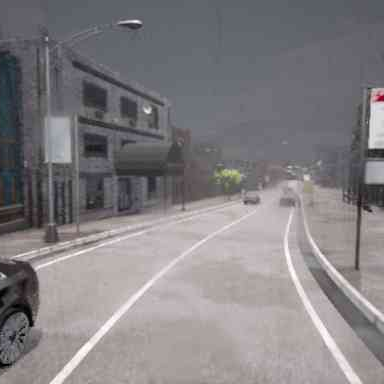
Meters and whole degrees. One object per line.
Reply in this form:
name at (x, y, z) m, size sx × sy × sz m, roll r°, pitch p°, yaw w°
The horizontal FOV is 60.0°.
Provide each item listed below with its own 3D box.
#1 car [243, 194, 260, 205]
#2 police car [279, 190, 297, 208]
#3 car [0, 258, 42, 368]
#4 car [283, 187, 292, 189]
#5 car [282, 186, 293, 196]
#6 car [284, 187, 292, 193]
car at (8.119, 0.964, 44.840) m, size 2.033 × 1.411 × 5.357 m, roll 2°, pitch 2°, yaw 18°
police car at (12.097, 1.009, 42.083) m, size 1.930 × 1.638 × 5.238 m, roll 2°, pitch 2°, yaw 18°
car at (-3.276, 1.441, 2.923) m, size 2.128 × 1.511 × 4.902 m, roll 1°, pitch 0°, yaw 5°
car at (16.947, 0.536, 57.184) m, size 2.097 × 1.767 × 4.553 m, roll 2°, pitch 2°, yaw 18°
car at (21.380, -0.176, 74.427) m, size 2.150 × 2.045 × 5.566 m, roll 2°, pitch 2°, yaw 18°
car at (26.227, -0.540, 90.628) m, size 1.812 × 1.442 × 4.674 m, roll 2°, pitch 2°, yaw 18°
